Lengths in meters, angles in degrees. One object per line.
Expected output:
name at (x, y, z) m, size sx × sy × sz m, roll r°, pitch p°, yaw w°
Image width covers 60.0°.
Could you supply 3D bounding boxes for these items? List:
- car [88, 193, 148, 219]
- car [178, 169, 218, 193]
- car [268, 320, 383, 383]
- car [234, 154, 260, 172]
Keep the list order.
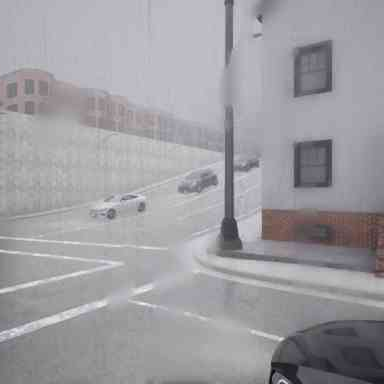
car at (-5.071, 0.864, 23.311) m, size 1.812 × 1.442 × 4.674 m, roll 0°, pitch 7°, yaw 35°
car at (0.553, -1.125, 31.338) m, size 2.097 × 1.767 × 4.553 m, roll 0°, pitch 13°, yaw 34°
car at (2.773, 1.526, 1.993) m, size 4.674 × 1.442 × 1.812 m, roll 0°, pitch 0°, yaw 36°
car at (6.234, -3.502, 39.354) m, size 2.097 × 1.767 × 4.553 m, roll 0°, pitch 14°, yaw 35°
